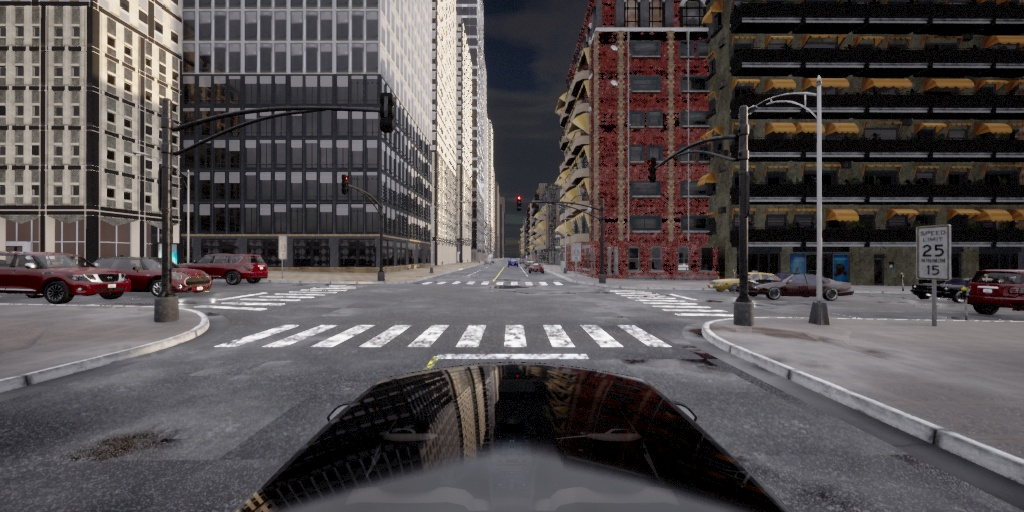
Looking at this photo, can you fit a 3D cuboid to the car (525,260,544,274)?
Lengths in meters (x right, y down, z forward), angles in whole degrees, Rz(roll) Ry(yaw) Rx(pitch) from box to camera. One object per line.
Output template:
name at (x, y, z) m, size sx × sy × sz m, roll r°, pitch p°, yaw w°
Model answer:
car at (2.798, 1.341, 41.769) m, size 1.802 × 1.307 × 4.207 m, roll 0°, pitch 0°, yaw 0°

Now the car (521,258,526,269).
car at (2.766, 1.317, 54.686) m, size 2.007 × 1.370 × 4.403 m, roll 0°, pitch 0°, yaw 0°

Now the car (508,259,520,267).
car at (0.191, 1.252, 65.122) m, size 1.882 × 1.535 × 5.008 m, roll 0°, pitch 0°, yaw 0°

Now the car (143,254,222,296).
car at (-16.268, 0.825, 16.074) m, size 4.553 × 1.767 × 2.097 m, roll 1°, pitch 0°, yaw -2°

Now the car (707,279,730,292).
car at (14.660, 1.587, 22.055) m, size 4.829 × 1.417 × 1.751 m, roll 0°, pitch 0°, yaw 0°

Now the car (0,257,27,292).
car at (-25.382, 0.780, 15.970) m, size 5.008 × 1.535 × 1.882 m, roll 1°, pitch 0°, yaw 0°

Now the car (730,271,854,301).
car at (15.259, 1.610, 19.468) m, size 5.357 × 1.411 × 2.033 m, roll 1°, pitch 0°, yaw 0°

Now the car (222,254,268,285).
car at (-17.681, 0.776, 21.819) m, size 5.009 × 1.841 × 2.192 m, roll 0°, pitch 0°, yaw 0°

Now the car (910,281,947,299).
car at (24.889, 1.839, 19.539) m, size 4.718 × 1.301 × 1.895 m, roll 1°, pitch 0°, yaw -1°

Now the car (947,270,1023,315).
car at (20.616, 1.461, 13.750) m, size 5.009 × 1.841 × 2.192 m, roll 0°, pitch 0°, yaw 0°

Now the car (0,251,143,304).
car at (-17.558, 0.757, 13.439) m, size 5.009 × 1.841 × 2.192 m, roll 0°, pitch 0°, yaw 0°
